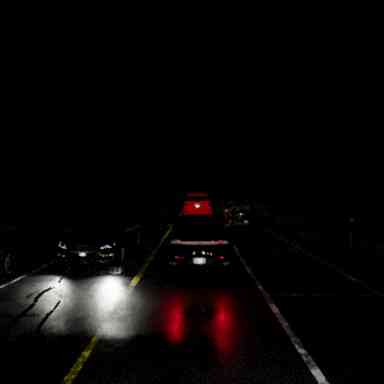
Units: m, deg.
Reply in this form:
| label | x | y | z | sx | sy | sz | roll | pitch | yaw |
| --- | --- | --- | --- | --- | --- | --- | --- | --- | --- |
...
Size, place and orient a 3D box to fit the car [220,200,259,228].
| label | x | y | z | sx | sy | sz | roll | pitch | yaw |
| --- | --- | --- | --- | --- | --- | --- | --- | --- | --- |
| car | 3.123 | 1.453 | 21.203 | 2.008 | 1.369 | 4.403 | -1 | 0 | 1 |

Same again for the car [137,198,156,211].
| label | x | y | z | sx | sy | sz | roll | pitch | yaw |
| --- | --- | --- | --- | --- | --- | --- | --- | --- | --- |
| car | -5.201 | 1.361 | 38.069 | 1.887 | 1.381 | 4.507 | -1 | 0 | 1 |

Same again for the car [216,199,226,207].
| label | x | y | z | sx | sy | sz | roll | pitch | yaw |
| --- | --- | --- | --- | --- | --- | --- | --- | --- | --- |
| car | 3.199 | 1.399 | 26.959 | 1.752 | 1.417 | 4.829 | -1 | 0 | 1 |

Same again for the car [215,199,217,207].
| label | x | y | z | sx | sy | sz | roll | pitch | yaw |
| --- | --- | --- | --- | --- | --- | --- | --- | --- | --- |
| car | 3.270 | 1.412 | 32.374 | 1.947 | 1.339 | 4.313 | -1 | 0 | 1 |

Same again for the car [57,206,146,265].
| label | x | y | z | sx | sy | sz | roll | pitch | yaw |
| --- | --- | --- | --- | --- | --- | --- | --- | --- | --- |
| car | -2.966 | 1.452 | 11.529 | 1.837 | 1.490 | 4.892 | 0 | 0 | 1 |

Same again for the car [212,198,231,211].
| label | x | y | z | sx | sy | sz | roll | pitch | yaw |
| --- | --- | --- | --- | --- | --- | --- | --- | --- | --- |
| car | 3.344 | 1.400 | 37.960 | 1.802 | 1.307 | 4.206 | -1 | 0 | 1 |

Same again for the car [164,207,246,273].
| label | x | y | z | sx | sy | sz | roll | pitch | yaw |
| --- | --- | --- | --- | --- | --- | --- | --- | --- | --- |
| car | 0.218 | 1.445 | 10.518 | 2.128 | 1.511 | 4.902 | 0 | 0 | 1 |

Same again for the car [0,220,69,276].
| label | x | y | z | sx | sy | sz | roll | pitch | yaw |
| --- | --- | --- | --- | --- | --- | --- | --- | --- | --- |
| car | -5.561 | 1.535 | 10.143 | 1.802 | 1.307 | 4.206 | -1 | 0 | 1 |

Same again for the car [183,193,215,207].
| label | x | y | z | sx | sy | sz | roll | pitch | yaw |
| --- | --- | --- | --- | --- | --- | --- | --- | --- | --- |
| car | 0.428 | 1.098 | 26.778 | 2.150 | 2.045 | 5.566 | 0 | 1 | 1 |
